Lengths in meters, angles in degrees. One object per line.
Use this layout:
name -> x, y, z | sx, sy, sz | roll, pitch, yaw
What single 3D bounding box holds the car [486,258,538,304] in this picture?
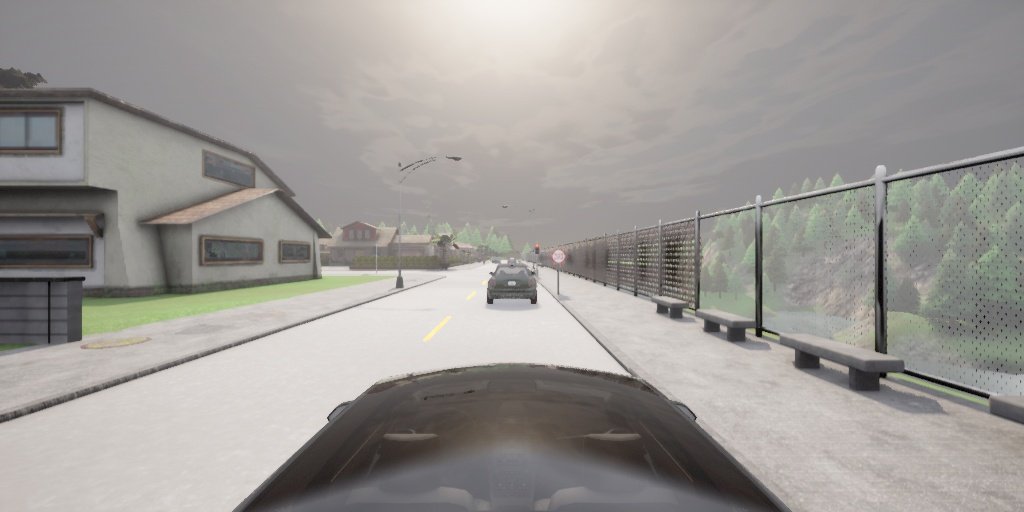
car -> 0.000, 1.114, 16.470 | 2.097, 1.767, 4.553 | 0, 0, 0
